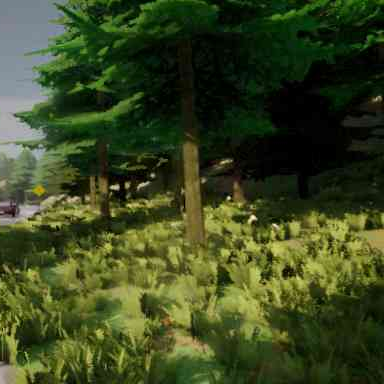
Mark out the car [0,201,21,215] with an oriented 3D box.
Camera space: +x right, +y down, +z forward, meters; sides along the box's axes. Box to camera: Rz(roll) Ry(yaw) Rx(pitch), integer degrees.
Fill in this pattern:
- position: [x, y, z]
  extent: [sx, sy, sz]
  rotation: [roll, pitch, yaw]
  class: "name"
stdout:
- position: [-17.317, 1.597, 31.000]
  extent: [1.812, 1.442, 4.674]
  rotation: [-2, 1, -21]
  class: "car"
